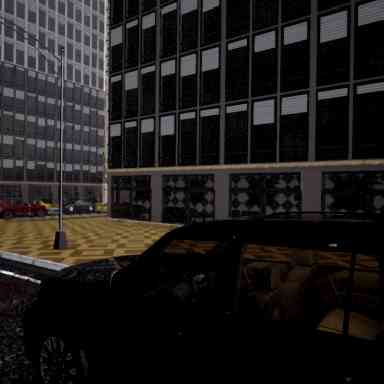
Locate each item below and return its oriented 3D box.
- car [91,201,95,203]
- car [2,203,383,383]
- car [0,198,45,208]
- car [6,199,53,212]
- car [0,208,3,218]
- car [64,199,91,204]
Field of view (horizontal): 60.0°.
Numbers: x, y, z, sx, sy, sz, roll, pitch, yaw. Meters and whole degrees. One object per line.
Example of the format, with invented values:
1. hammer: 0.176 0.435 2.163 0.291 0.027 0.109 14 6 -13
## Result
1. car: -9.337 1.828 40.263 1.752 1.417 4.829 1 0 37
2. car: 0.665 1.221 3.209 5.566 2.045 2.150 0 0 36
3. car: -16.161 1.517 31.071 2.192 1.841 5.009 1 0 37
4. car: -19.632 1.640 40.456 1.752 1.417 4.829 1 0 37
5. car: -7.318 1.347 8.929 4.553 1.767 2.097 0 0 36
6. car: -14.697 1.703 42.739 1.837 1.490 4.892 1 0 37
